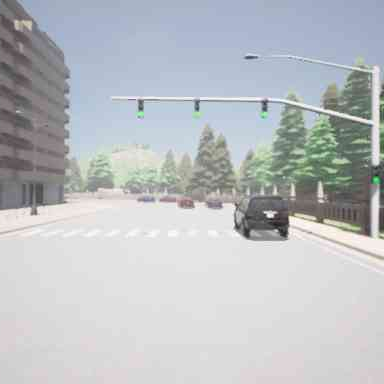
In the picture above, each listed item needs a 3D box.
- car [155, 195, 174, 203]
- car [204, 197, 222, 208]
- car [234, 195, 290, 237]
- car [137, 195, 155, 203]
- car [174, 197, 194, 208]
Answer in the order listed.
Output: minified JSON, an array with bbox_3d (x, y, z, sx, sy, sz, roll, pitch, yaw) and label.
[{"bbox_3d":[-4.658,1.389,64.417,1.812,1.442,4.674,0,0,-37],"label":"car"},{"bbox_3d":[2.829,1.410,45.324,2.128,1.511,4.902,0,0,-8],"label":"car"},{"bbox_3d":[3.602,1.187,18.014,2.150,2.045,5.566,0,0,0],"label":"car"},{"bbox_3d":[-8.809,1.376,64.114,1.812,1.442,4.674,0,0,-41],"label":"car"},{"bbox_3d":[-0.973,1.381,46.906,1.882,1.535,5.008,0,0,-10],"label":"car"}]
